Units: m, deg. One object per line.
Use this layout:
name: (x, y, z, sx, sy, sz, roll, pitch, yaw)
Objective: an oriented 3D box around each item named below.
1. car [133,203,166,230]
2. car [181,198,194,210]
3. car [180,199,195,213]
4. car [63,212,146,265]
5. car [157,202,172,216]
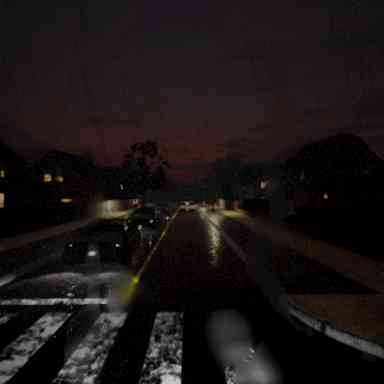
car: (-3.145, 1.703, 22.718, 2.033, 1.411, 5.357, 0, 0, -1)
car: (-0.768, 1.827, 53.079, 2.097, 1.767, 4.553, 0, -1, -2)
car: (-0.600, 1.954, 43.109, 1.895, 1.301, 4.718, 0, -1, -1)
car: (-2.989, 1.641, 11.823, 1.994, 1.385, 4.181, 0, 0, -1)
car: (-3.335, 1.812, 36.896, 1.812, 1.442, 4.674, 0, -1, -1)
